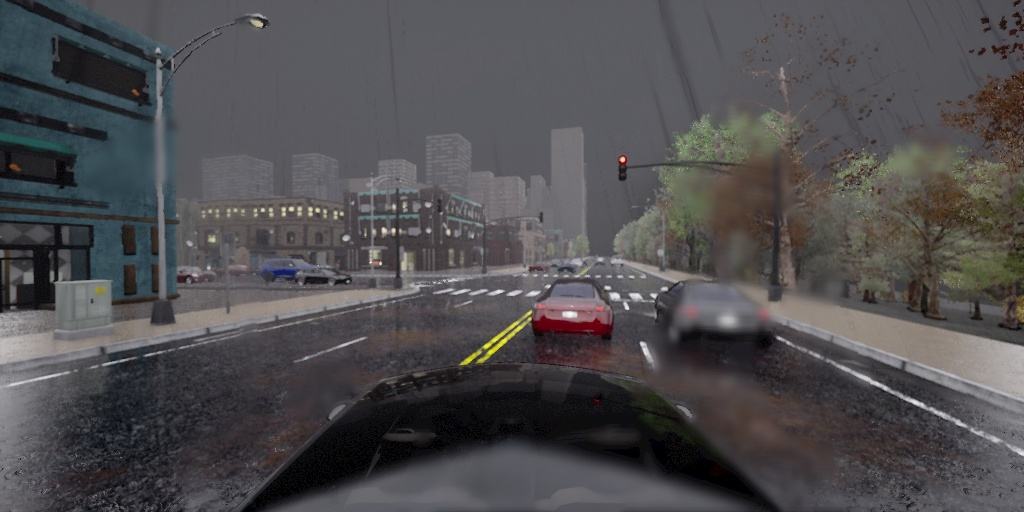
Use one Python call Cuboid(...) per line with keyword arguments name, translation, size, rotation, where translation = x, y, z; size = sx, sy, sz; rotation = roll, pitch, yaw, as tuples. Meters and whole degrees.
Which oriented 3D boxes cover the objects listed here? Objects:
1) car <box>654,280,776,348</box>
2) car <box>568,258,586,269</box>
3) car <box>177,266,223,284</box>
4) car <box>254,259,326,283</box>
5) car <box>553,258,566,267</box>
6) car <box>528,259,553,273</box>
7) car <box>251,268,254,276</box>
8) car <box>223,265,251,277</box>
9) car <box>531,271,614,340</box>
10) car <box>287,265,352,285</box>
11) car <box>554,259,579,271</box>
Cuboid(name="car", translation=(4.972, 1.309, 9.369), size=(1.994, 1.385, 4.181), rotation=(0, 0, 14))
Cuboid(name="car", translation=(10.175, 1.241, 56.325), size=(1.812, 1.442, 4.674), rotation=(0, 0, 14))
Cuboid(name="car", translation=(-27.785, 1.594, 30.939), size=(4.097, 1.591, 1.967), rotation=(0, 0, 14))
Cuboid(name="car", translation=(-19.083, 1.252, 31.367), size=(5.566, 2.045, 2.150), rotation=(-1, 0, 14))
Cuboid(name="car", translation=(7.120, 1.219, 57.515), size=(1.837, 1.490, 4.892), rotation=(0, 0, 15))
Cuboid(name="car", translation=(3.240, 1.328, 42.470), size=(1.895, 1.301, 4.718), rotation=(0, 0, 15))
Cuboid(name="car", translation=(-25.702, 1.649, 39.056), size=(4.207, 1.307, 1.802), rotation=(0, 0, 14))
Cuboid(name="car", translation=(-31.062, 1.712, 40.434), size=(4.207, 1.307, 1.802), rotation=(0, 0, 14))
Cuboid(name="car", translation=(1.819, 1.310, 10.160), size=(1.994, 1.385, 4.181), rotation=(0, 0, 14))
Cuboid(name="car", translation=(-14.375, 1.560, 27.368), size=(4.313, 1.339, 1.948), rotation=(0, 0, 14))
Cuboid(name="car", translation=(6.408, 1.328, 41.657), size=(1.895, 1.301, 4.718), rotation=(0, 0, 14))
